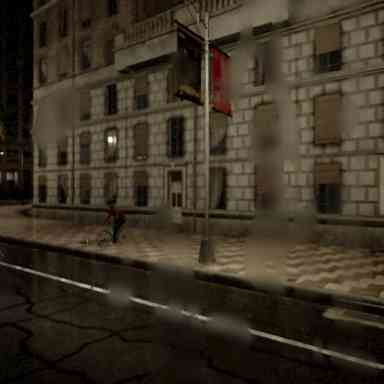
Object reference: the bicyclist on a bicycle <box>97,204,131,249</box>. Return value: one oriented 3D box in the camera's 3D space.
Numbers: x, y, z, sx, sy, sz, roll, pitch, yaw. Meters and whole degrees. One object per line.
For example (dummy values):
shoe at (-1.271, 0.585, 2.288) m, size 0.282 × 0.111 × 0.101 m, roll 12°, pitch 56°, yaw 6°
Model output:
bicyclist on a bicycle at (-2.924, 1.277, 12.579) m, size 0.582 × 1.620 × 1.656 m, roll 0°, pitch 0°, yaw 36°
